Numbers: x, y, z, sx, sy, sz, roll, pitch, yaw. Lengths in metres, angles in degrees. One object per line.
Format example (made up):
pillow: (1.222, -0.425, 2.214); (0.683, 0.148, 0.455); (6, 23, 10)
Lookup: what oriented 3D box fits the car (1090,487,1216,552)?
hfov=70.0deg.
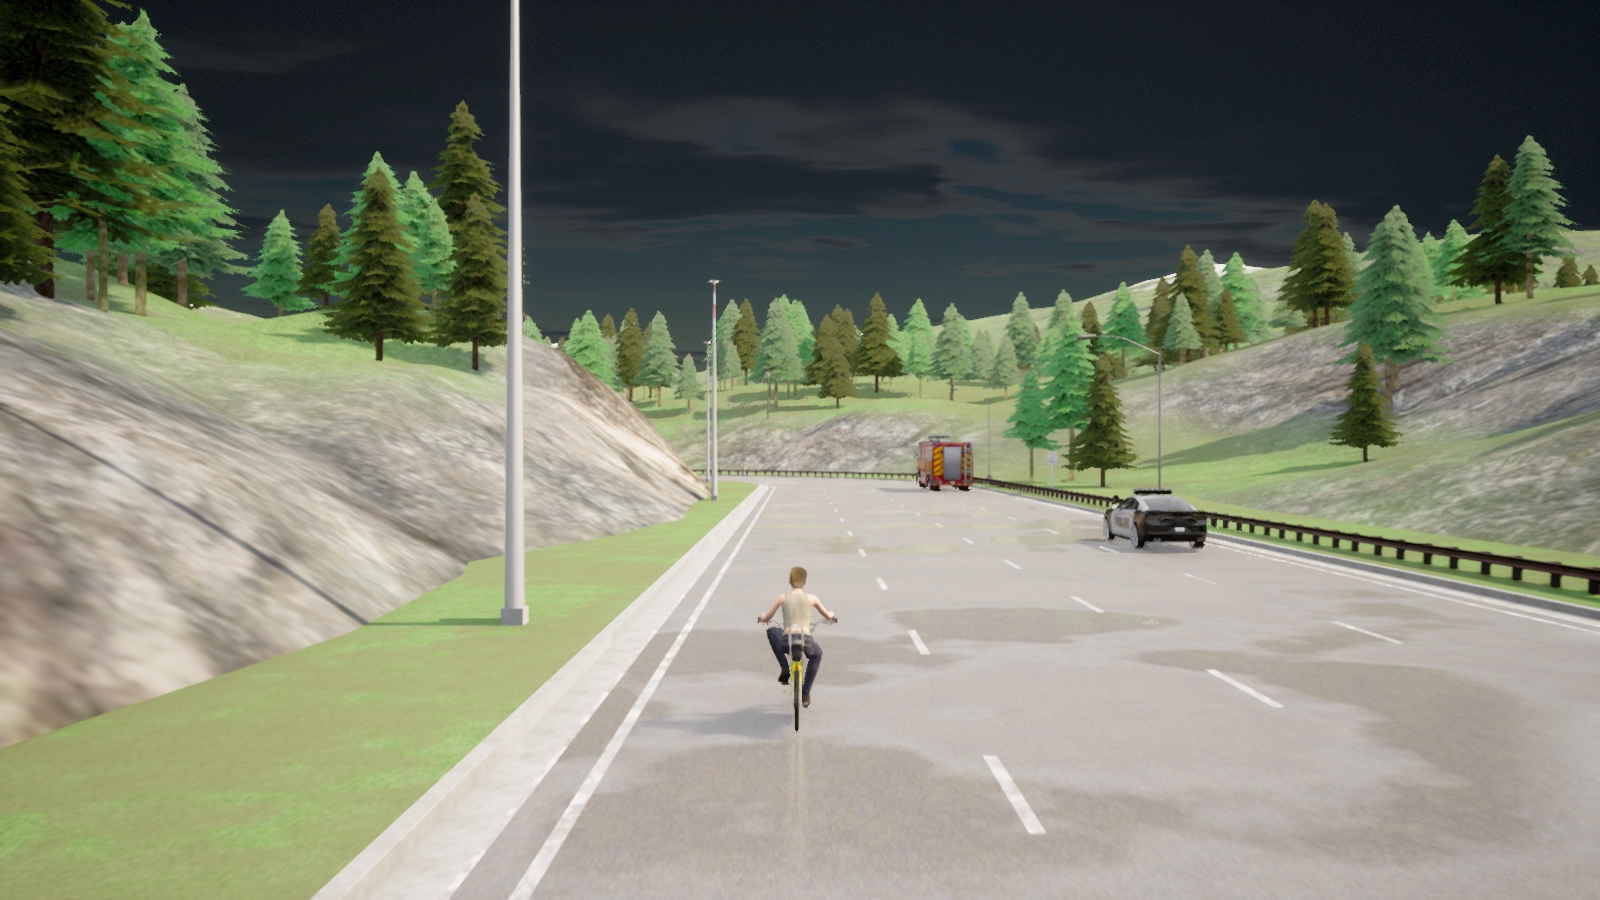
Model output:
car: (10.345, 1.990, 33.930); (2.097, 1.638, 5.238); (0, 0, 0)

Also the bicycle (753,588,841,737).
bicycle: (-0.029, 2.161, 11.867); (0.859, 1.276, 1.487); (0, 0, 0)
